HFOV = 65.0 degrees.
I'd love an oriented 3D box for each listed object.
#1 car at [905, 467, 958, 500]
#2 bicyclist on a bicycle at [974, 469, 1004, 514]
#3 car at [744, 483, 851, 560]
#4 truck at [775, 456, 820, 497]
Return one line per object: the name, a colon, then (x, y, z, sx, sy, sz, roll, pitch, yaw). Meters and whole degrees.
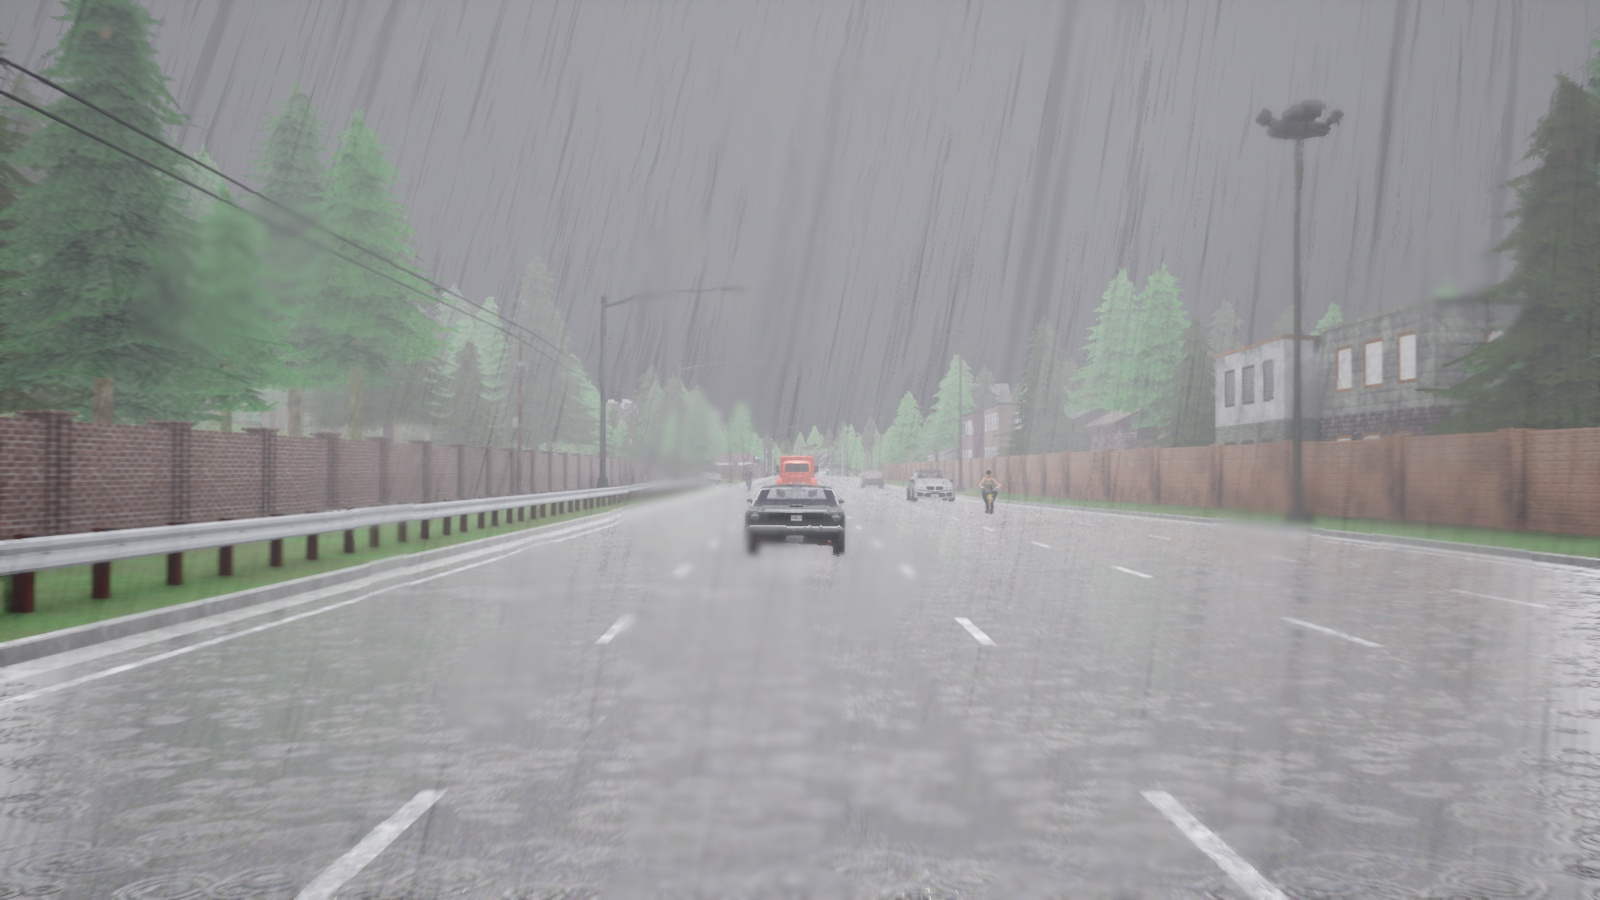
car: (6.856, 1.729, 65.875, 2.242, 1.667, 4.611, 0, -1, 0)
bicyclist on a bicycle: (6.904, 1.489, 45.862, 0.866, 1.612, 1.509, 0, -1, 0)
car: (-0.053, 1.326, 24.597, 1.895, 1.301, 4.718, 0, -1, 0)
truck: (-0.169, 1.610, 76.827, 2.627, 2.467, 5.204, 0, -1, 0)
